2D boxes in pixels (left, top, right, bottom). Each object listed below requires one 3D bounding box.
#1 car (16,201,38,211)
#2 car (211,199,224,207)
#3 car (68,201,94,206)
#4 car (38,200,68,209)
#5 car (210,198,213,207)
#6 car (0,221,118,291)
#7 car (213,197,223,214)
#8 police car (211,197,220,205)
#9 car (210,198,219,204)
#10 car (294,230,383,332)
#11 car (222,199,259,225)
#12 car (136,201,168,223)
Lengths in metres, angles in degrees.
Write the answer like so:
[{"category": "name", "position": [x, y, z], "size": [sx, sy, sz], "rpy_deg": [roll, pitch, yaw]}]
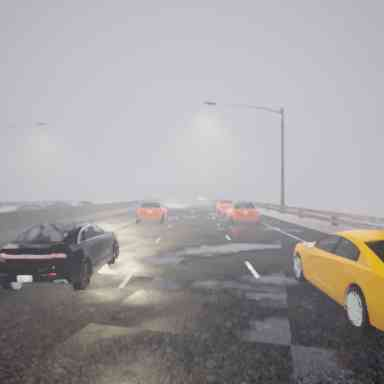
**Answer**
[{"category": "car", "position": [-20.520, 1.862, 42.427], "size": [1.994, 1.385, 4.181], "rpy_deg": [0, -1, 2]}, {"category": "car", "position": [4.640, 1.970, 61.227], "size": [2.163, 1.488, 4.792], "rpy_deg": [0, -1, 2]}, {"category": "car", "position": [-13.532, 1.821, 42.070], "size": [1.812, 1.442, 4.674], "rpy_deg": [0, 0, 2]}, {"category": "car", "position": [-17.027, 1.773, 42.164], "size": [1.882, 1.535, 5.008], "rpy_deg": [0, -1, 2]}, {"category": "car", "position": [4.276, 1.873, 50.310], "size": [2.163, 1.488, 4.792], "rpy_deg": [0, -1, 2]}, {"category": "car", "position": [-3.360, 1.547, 9.131], "size": [2.128, 1.511, 4.902], "rpy_deg": [0, 0, 0]}, {"category": "car", "position": [3.982, 1.627, 39.334], "size": [2.097, 1.767, 4.553], "rpy_deg": [0, 0, 1]}, {"category": "police car", "position": [5.076, 1.996, 72.222], "size": [1.930, 1.638, 5.238], "rpy_deg": [0, -1, 2]}, {"category": "car", "position": [5.573, 2.247, 83.021], "size": [1.994, 1.385, 4.181], "rpy_deg": [0, -1, 3]}, {"category": "car", "position": [3.628, 1.521, 6.914], "size": [1.882, 1.535, 5.008], "rpy_deg": [0, 0, 0]}, {"category": "car", "position": [3.832, 1.526, 25.992], "size": [2.097, 1.767, 4.553], "rpy_deg": [0, 0, 0]}, {"category": "car", "position": [-3.154, 1.531, 27.169], "size": [2.097, 1.767, 4.553], "rpy_deg": [0, 0, 1]}]
